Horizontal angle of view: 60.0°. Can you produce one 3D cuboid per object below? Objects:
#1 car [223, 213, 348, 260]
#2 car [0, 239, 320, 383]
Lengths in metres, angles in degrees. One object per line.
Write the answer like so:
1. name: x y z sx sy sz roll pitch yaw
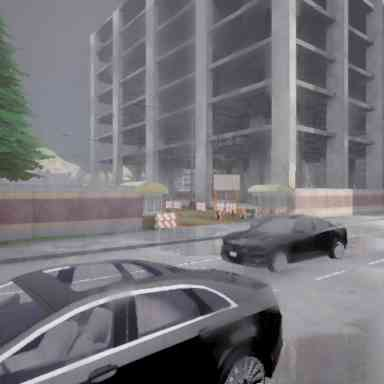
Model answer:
1. car: 3.137 1.477 10.855 5.008 1.535 1.882 0 0 -38
2. car: -1.142 1.491 2.990 4.902 1.511 2.128 0 0 -40
